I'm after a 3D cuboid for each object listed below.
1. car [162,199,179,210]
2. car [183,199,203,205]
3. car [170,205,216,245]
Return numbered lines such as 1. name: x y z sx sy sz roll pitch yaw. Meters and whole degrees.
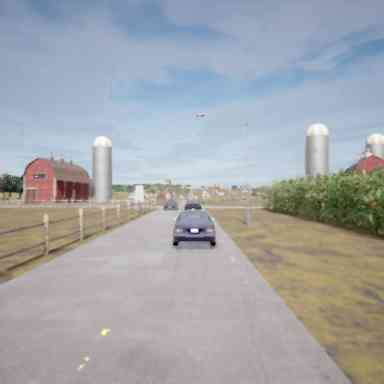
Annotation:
1. car: -2.761 1.692 44.078 1.837 1.490 4.892 0 0 0
2. car: 0.091 1.582 36.292 1.837 1.490 4.892 0 0 0
3. car: 0.096 1.549 15.448 2.033 1.411 5.357 0 0 0
